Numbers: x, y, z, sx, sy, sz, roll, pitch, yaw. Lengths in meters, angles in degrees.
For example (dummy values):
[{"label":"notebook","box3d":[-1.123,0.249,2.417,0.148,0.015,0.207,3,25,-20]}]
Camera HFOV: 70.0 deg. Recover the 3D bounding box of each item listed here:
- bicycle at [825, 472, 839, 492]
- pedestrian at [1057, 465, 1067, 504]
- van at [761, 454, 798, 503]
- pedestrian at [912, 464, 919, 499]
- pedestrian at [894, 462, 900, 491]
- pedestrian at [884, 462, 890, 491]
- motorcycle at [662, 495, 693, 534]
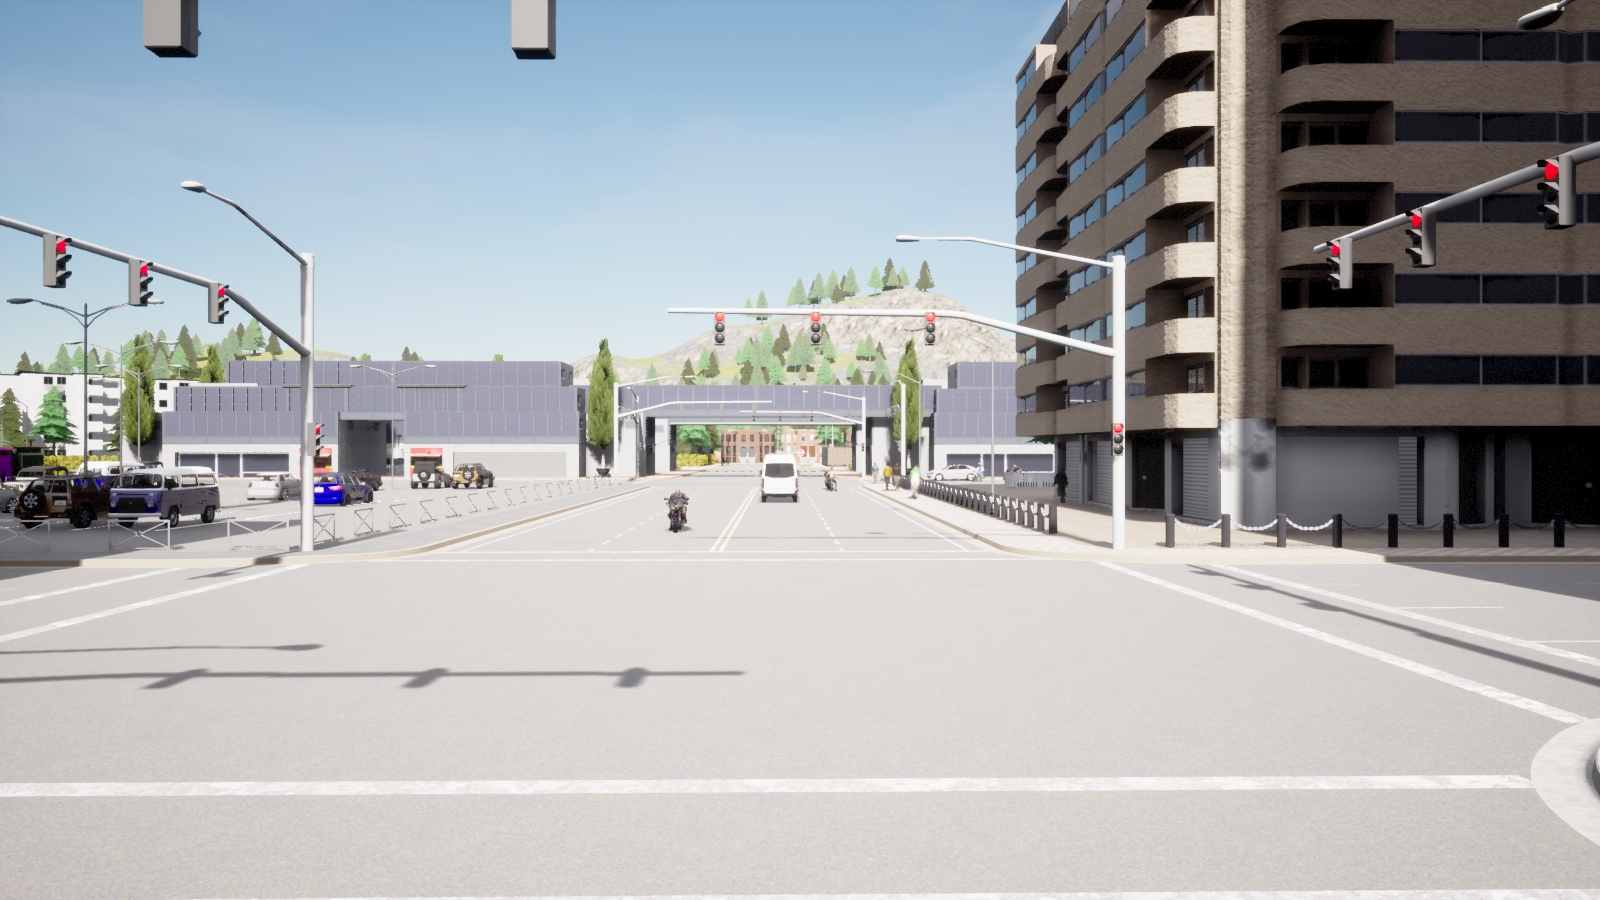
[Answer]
[{"label":"bicycle","box3d":[2.134,2.158,77.288,0.859,1.276,1.487,0,0,-1]},{"label":"pedestrian","box3d":[12.735,1.663,55.532,0.375,1.860,0.375,0,0,0]},{"label":"van","box3d":[-1.135,1.534,64.062,1.988,2.561,5.915,0,0,-1]},{"label":"pedestrian","box3d":[6.221,1.695,61.666,0.375,1.860,0.375,0,0,8]},{"label":"pedestrian","box3d":[6.205,1.697,73.009,0.375,1.860,0.375,0,0,-3]},{"label":"pedestrian","box3d":[5.591,1.695,73.171,0.375,1.860,0.375,0,0,3]},{"label":"motorcycle","box3d":[-4.213,2.205,39.441,0.867,1.251,2.209,0,0,-1]}]
